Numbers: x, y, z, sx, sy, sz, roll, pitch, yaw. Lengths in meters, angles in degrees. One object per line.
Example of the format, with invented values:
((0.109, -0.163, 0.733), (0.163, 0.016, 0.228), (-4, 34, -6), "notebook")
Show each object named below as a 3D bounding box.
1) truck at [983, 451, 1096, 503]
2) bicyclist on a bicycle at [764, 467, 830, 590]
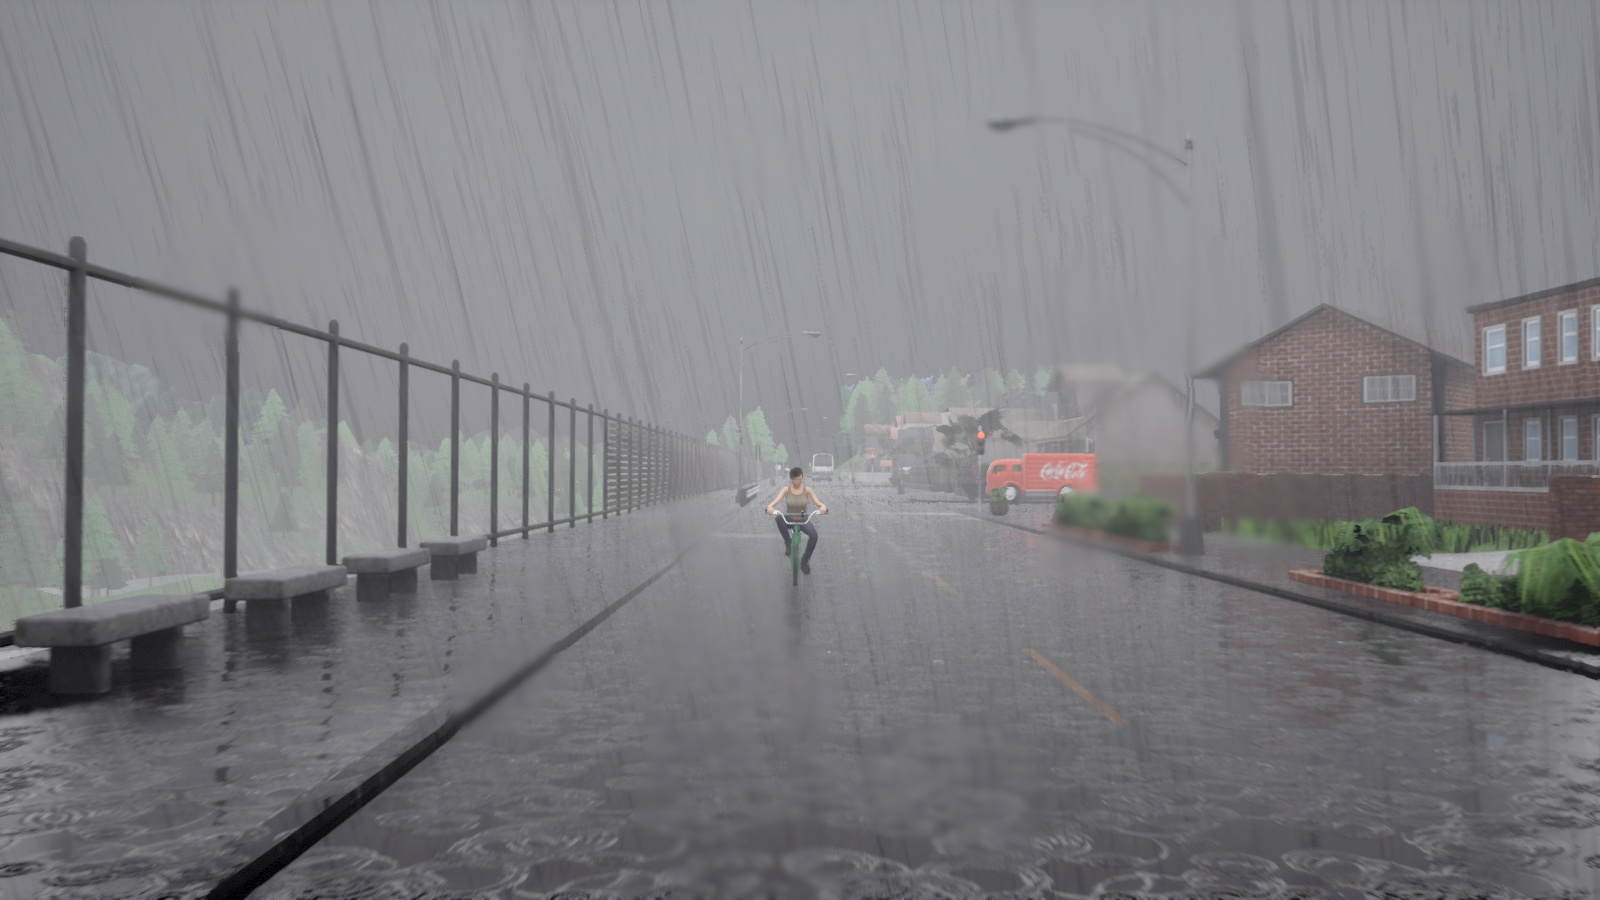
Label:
((11.572, 1.302, 61.000), (5.204, 2.467, 2.627), (0, 0, 7), "truck")
((-0.037, 1.040, 17.257), (0.866, 1.612, 1.509), (0, -1, 0), "bicyclist on a bicycle")
